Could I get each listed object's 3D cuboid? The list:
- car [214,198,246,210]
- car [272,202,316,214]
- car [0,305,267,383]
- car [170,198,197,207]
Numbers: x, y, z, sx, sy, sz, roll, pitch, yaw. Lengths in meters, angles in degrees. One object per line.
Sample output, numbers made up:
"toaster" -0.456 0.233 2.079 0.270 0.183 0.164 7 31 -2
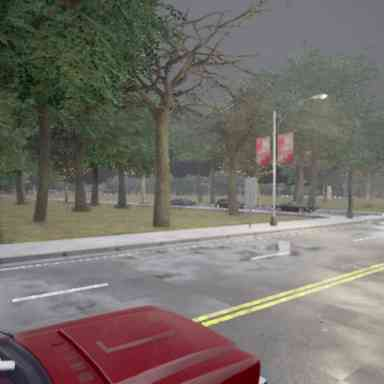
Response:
"car" 5.124 1.649 45.316 1.837 1.490 4.892 1 0 -38
"car" 11.402 1.755 37.293 1.895 1.301 4.718 1 0 -38
"car" -1.625 1.602 2.202 4.718 1.301 1.895 0 0 -38
"car" -1.432 1.685 53.711 2.033 1.411 5.357 1 0 -38
